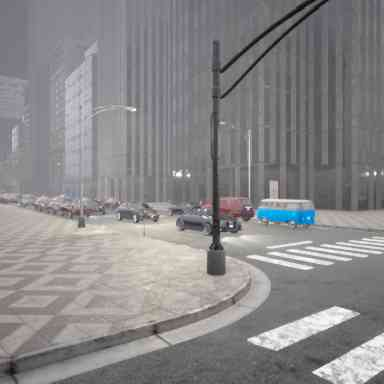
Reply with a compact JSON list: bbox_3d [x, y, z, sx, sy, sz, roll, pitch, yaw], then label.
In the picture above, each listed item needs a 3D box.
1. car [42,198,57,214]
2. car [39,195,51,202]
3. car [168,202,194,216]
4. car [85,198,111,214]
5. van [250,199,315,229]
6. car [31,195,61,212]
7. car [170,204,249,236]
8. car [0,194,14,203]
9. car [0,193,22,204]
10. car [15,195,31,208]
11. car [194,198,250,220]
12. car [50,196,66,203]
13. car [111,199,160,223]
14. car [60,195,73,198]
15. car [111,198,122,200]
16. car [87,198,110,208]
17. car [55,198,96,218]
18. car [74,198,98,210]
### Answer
[{"bbox_3d":[-14.136,1.605,35.115,1.802,1.307,4.206,0,0,-36],"label":"car"},{"bbox_3d":[-33.967,1.480,76.728,1.752,1.417,4.829,0,0,-35],"label":"car"},{"bbox_3d":[-0.583,1.597,31.016,1.947,1.339,4.313,0,0,-36],"label":"car"},{"bbox_3d":[-10.439,1.530,34.422,1.837,1.490,4.892,0,0,-36],"label":"car"},{"bbox_3d":[6.072,1.376,21.906,1.690,1.788,3.998,0,0,-36],"label":"van"},{"bbox_3d":[-17.462,1.460,39.669,1.967,1.590,4.097,0,0,-36],"label":"car"},{"bbox_3d":[0.872,1.598,18.924,1.994,1.385,4.181,0,0,-36],"label":"car"},{"bbox_3d":[-37.422,1.285,66.992,2.192,1.841,5.009,0,0,-36],"label":"car"},{"bbox_3d":[-34.094,1.298,62.438,2.192,1.841,5.009,0,0,-36],"label":"car"},{"bbox_3d":[-24.115,1.561,48.776,2.008,1.369,4.403,0,0,-36],"label":"car"},{"bbox_3d":[2.744,1.349,26.461,2.192,1.841,5.009,0,0,-36],"label":"car"},{"bbox_3d":[-27.298,1.509,67.589,1.752,1.417,4.829,0,0,-36],"label":"car"},{"bbox_3d":[-4.312,1.536,26.022,1.837,1.490,4.892,0,0,-36],"label":"car"},{"bbox_3d":[-17.221,1.545,43.799,1.812,1.442,4.674,0,1,-36],"label":"car"},{"bbox_3d":[-10.563,1.461,44.678,1.967,1.590,4.097,0,0,-36],"label":"car"},{"bbox_3d":[-13.891,1.599,49.233,1.802,1.307,4.206,0,0,-36],"label":"car"},{"bbox_3d":[-10.809,1.571,30.561,1.887,1.381,4.507,0,0,-36],"label":"car"},{"bbox_3d":[-14.435,1.545,45.220,1.812,1.442,4.674,0,0,-36],"label":"car"}]
